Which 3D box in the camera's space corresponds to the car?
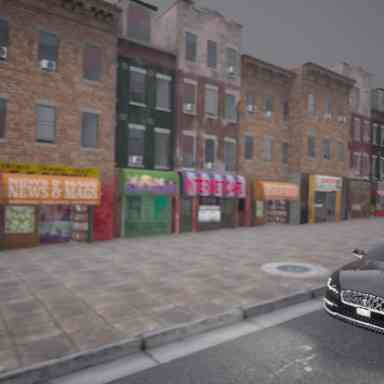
[{"bbox_3d":[4.467,1.505,6.242,4.892,1.490,1.837,0,0,-36],"label":"car"}]
